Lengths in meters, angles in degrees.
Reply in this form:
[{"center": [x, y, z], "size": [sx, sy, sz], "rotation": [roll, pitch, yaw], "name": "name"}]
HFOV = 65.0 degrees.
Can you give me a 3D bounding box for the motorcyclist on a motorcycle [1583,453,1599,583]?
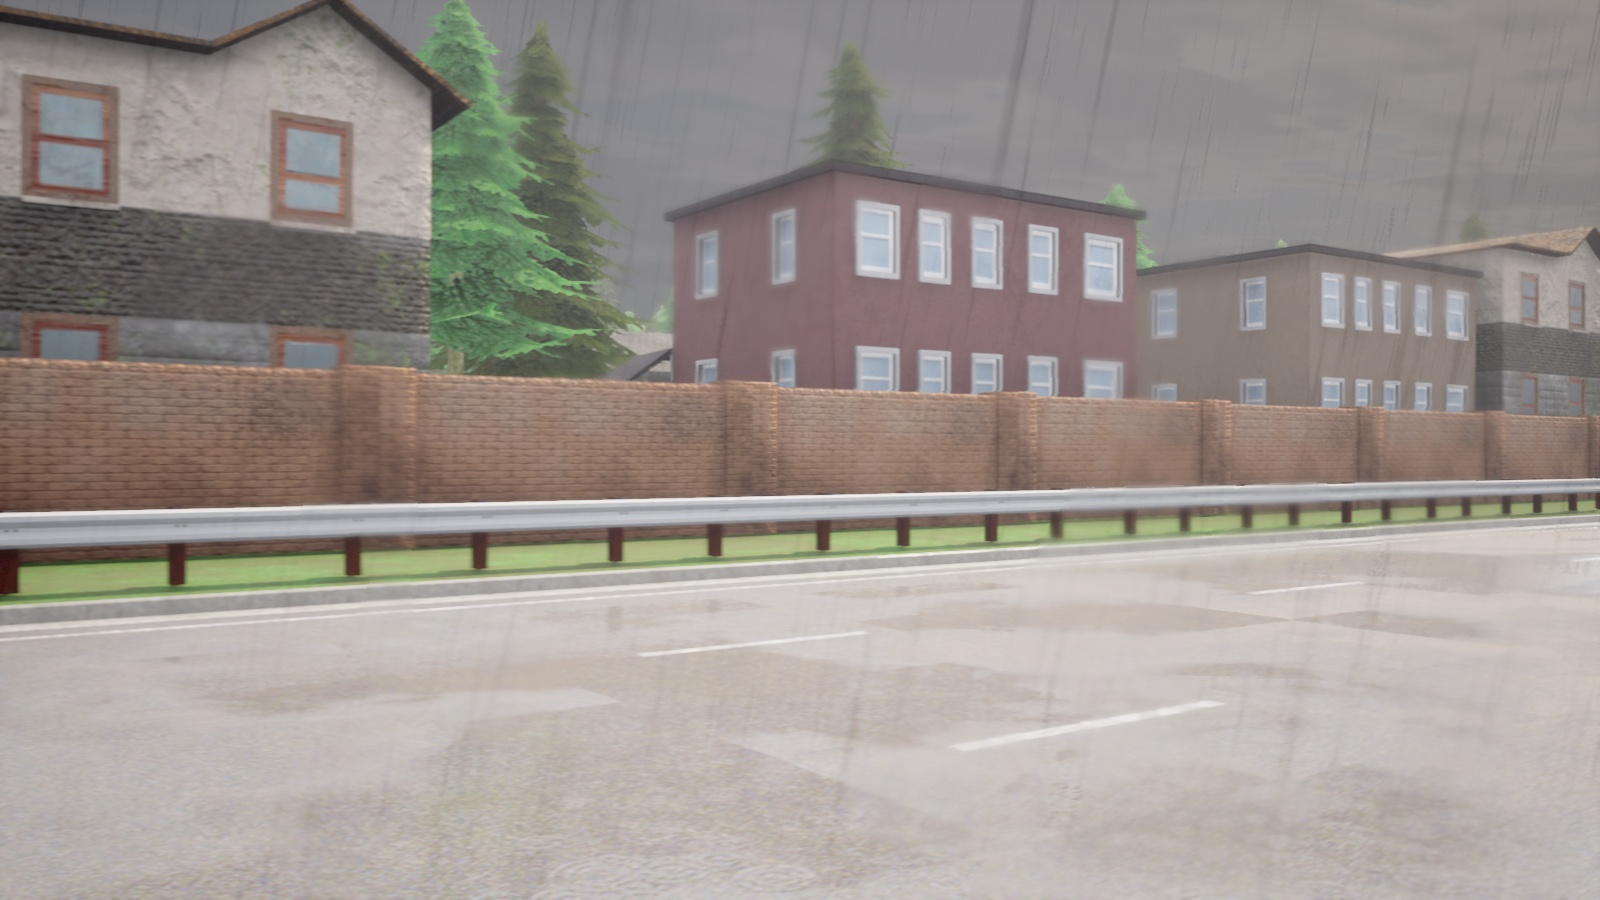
[{"center": [10.452, 0.795, 15.198], "size": [2.191, 1.530, 0.866], "rotation": [0, 0, -35], "name": "motorcyclist on a motorcycle"}]
